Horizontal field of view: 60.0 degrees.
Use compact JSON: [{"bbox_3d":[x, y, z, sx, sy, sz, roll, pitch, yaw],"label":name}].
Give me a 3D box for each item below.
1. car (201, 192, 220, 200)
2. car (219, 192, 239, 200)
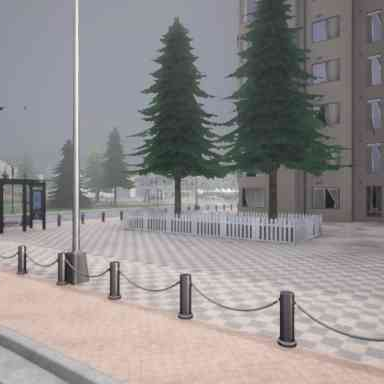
[{"bbox_3d":[5.241,1.381,91.390,3.806,1.475,1.970,0,0,35],"label":"car"},{"bbox_3d":[9.602,1.371,84.687,3.633,1.501,1.845,0,0,35],"label":"car"}]
